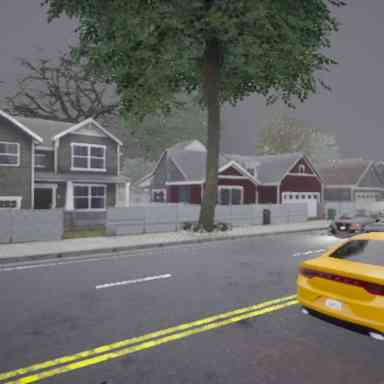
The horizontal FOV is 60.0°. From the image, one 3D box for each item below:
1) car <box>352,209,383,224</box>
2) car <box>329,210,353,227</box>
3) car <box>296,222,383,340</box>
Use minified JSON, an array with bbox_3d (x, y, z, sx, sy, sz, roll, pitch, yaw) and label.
[{"bbox_3d":[9.174,1.567,14.144,5.008,1.535,1.882,0,0,-35],"label":"car"},{"bbox_3d":[9.396,1.669,18.282,4.181,1.385,1.994,0,0,-35],"label":"car"},{"bbox_3d":[4.103,1.517,6.327,5.008,1.535,1.882,0,0,-35],"label":"car"}]
